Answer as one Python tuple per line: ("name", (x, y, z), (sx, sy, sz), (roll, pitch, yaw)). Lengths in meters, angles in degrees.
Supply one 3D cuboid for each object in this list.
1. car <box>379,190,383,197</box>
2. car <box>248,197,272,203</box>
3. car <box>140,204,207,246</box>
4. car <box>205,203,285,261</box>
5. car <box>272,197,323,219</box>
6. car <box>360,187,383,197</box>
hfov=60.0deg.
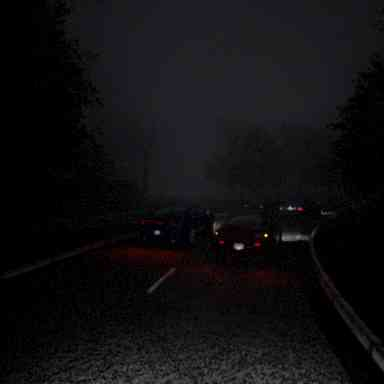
("car", (41.572, 0.276, 68.976), (1.837, 1.490, 4.892), (0, 1, -15))
("car", (5.810, 1.036, 26.338), (1.895, 1.301, 4.718), (1, 2, 34))
("car", (-0.400, 1.236, 14.264), (1.882, 1.535, 5.008), (0, 1, 20))
("car", (2.062, 1.334, 11.622), (1.812, 1.442, 4.674), (0, 1, 19))
("car", (7.685, 1.043, 23.336), (2.033, 1.411, 5.357), (1, 2, 34))
("car", (37.816, 0.018, 70.022), (2.150, 2.045, 5.566), (0, 1, -26))
